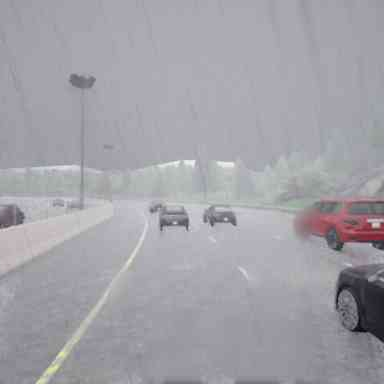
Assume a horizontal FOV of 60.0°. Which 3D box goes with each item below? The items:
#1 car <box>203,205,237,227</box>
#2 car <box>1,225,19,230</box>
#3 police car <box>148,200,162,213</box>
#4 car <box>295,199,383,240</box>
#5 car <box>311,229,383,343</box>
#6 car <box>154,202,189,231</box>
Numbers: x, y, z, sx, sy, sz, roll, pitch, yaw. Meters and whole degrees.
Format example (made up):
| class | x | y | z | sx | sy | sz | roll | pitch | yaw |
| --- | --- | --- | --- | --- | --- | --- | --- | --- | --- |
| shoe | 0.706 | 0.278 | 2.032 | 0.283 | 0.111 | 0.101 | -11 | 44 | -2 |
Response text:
| class | x | y | z | sx | sy | sz | roll | pitch | yaw |
| --- | --- | --- | --- | --- | --- | --- | --- | --- | --- |
| car | 1.980 | 1.680 | 24.406 | 1.812 | 1.442 | 4.674 | 0 | 0 | -7 |
| car | -11.801 | 1.514 | 20.013 | 2.097 | 1.767 | 4.553 | 0 | 0 | -7 |
| police car | -4.292 | 1.783 | 40.916 | 2.038 | 1.542 | 4.974 | 0 | 0 | -11 |
| car | 6.478 | 1.301 | 14.697 | 2.150 | 2.045 | 5.566 | 0 | 0 | -4 |
| car | 3.462 | 1.509 | 3.959 | 2.128 | 1.511 | 4.902 | 0 | 0 | -1 |
| car | -1.265 | 1.639 | 22.079 | 2.128 | 1.511 | 4.902 | 0 | 0 | -6 |
